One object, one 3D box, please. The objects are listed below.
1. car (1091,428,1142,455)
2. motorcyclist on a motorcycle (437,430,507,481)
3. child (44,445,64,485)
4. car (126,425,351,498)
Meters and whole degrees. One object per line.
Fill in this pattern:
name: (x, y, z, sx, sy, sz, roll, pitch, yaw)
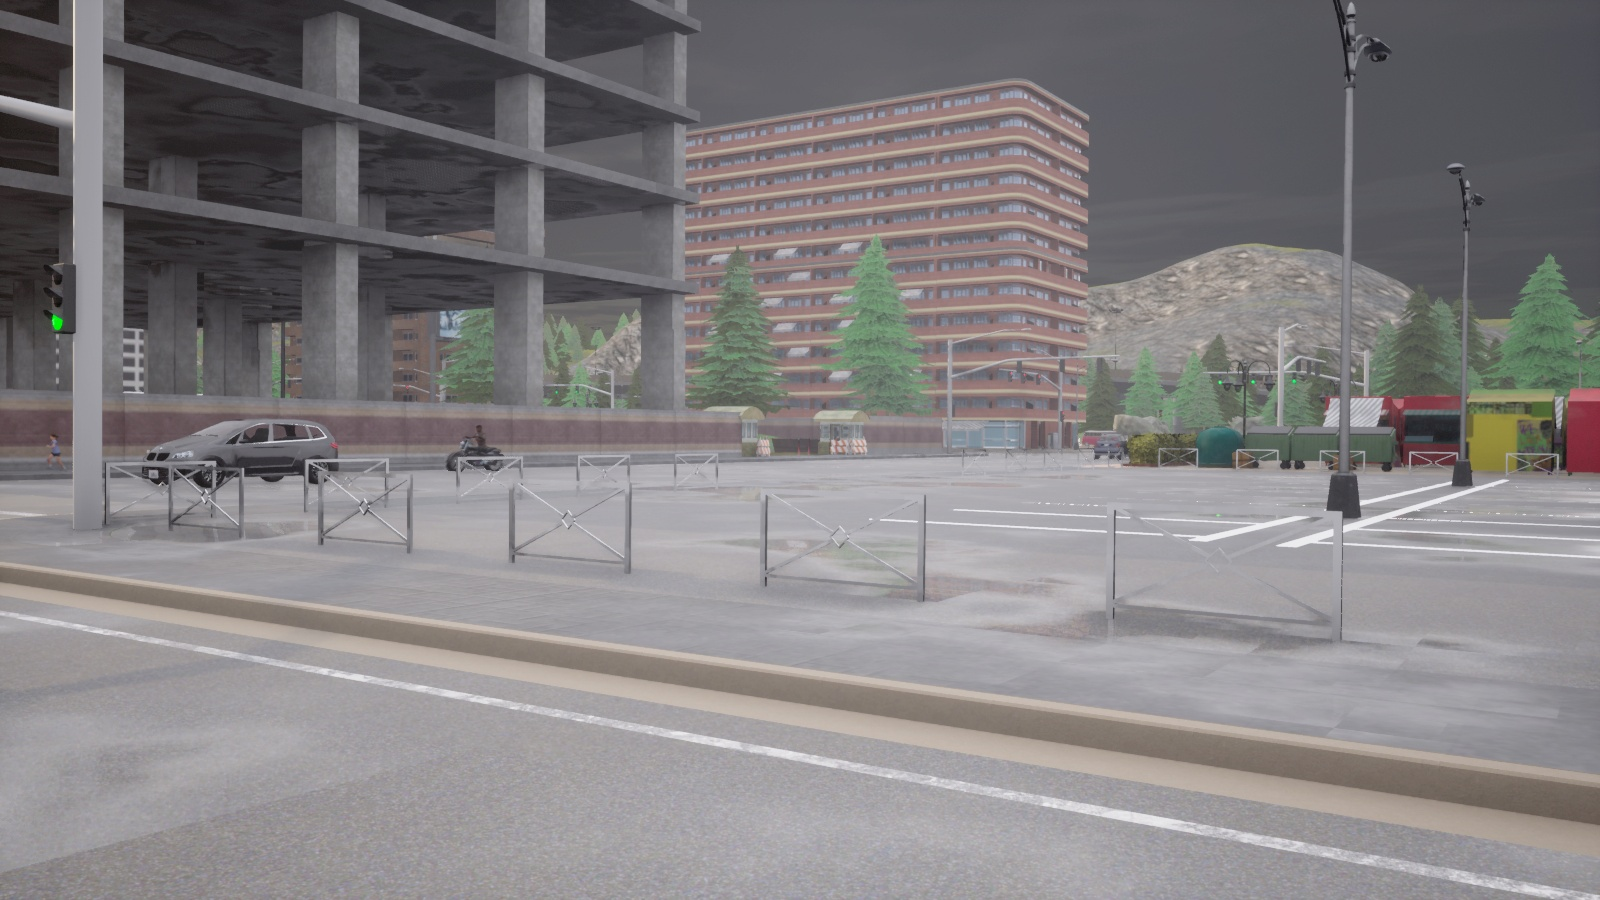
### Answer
car: (18.824, -0.534, 74.559, 1.789, 1.549, 3.705, 0, 1, 33)
motorcyclist on a motorcycle: (-10.957, 0.151, 42.048, 0.766, 1.649, 2.350, 0, 1, 33)
child: (-21.116, 0.421, 35.567, 0.255, 1.110, 0.394, 0, 1, 32)
car: (-13.865, 0.219, 31.270, 2.242, 1.667, 4.611, 0, 1, 33)
